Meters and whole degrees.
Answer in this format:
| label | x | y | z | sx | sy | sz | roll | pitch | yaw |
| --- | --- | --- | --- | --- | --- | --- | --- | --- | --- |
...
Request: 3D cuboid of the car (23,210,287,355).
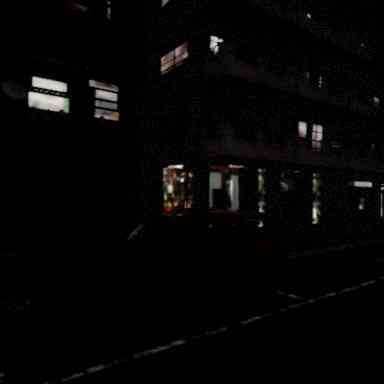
| label | x | y | z | sx | sy | sz | roll | pitch | yaw |
| --- | --- | --- | --- | --- | --- | --- | --- | --- | --- |
| car | -0.334 | 1.315 | 6.300 | 5.009 | 1.841 | 2.192 | 0 | 1 | -35 |
